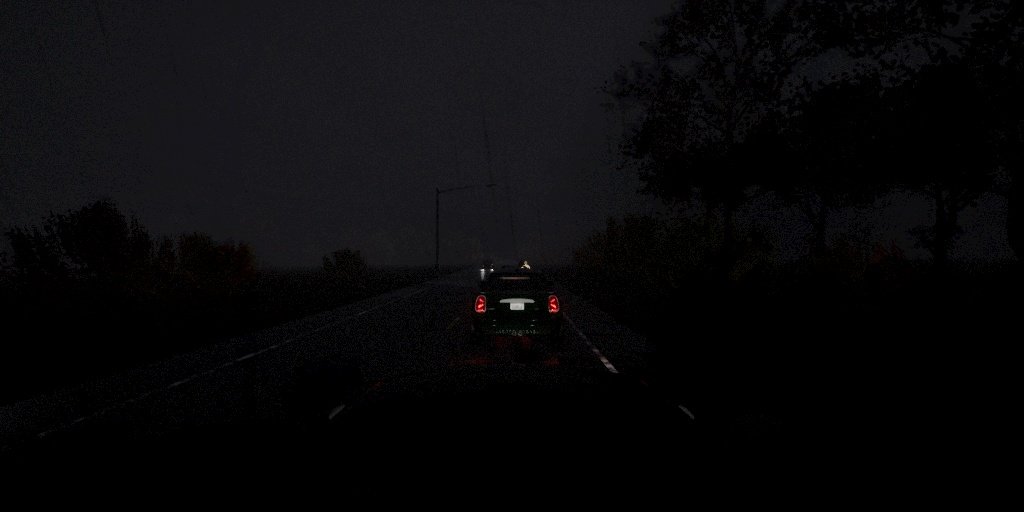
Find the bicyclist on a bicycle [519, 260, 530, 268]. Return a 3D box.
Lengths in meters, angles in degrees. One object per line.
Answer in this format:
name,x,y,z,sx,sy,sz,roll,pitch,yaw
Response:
bicyclist on a bicycle,0.977,1.177,25.610,0.866,1.612,1.509,0,0,1

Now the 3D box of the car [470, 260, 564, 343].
car,0.114,1.099,9.787,2.097,1.767,4.553,0,0,0
